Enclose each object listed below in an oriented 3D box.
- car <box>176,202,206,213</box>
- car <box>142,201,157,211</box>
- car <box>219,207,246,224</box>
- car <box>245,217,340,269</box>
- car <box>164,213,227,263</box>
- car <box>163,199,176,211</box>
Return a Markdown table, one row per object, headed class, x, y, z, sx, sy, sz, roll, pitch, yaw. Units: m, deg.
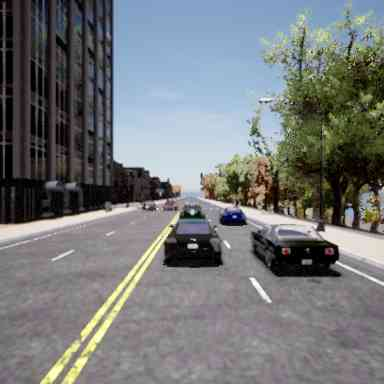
| class | x | y | z | sx | sy | sz | roll | pitch | yaw |
| --- | --- | --- | --- | --- | --- | --- | --- | --- | --- |
| car | 0.051 | 1.669 | 27.197 | 2.097 | 1.767 | 4.553 | 0 | -1 | 0 |
| car | -6.534 | 2.088 | 51.085 | 2.128 | 1.511 | 4.902 | 0 | -1 | 0 |
| car | 3.304 | 1.886 | 27.563 | 1.994 | 1.385 | 4.181 | 0 | -1 | 1 |
| car | 3.292 | 1.738 | 11.684 | 1.895 | 1.301 | 4.718 | 0 | -1 | 0 |
| car | 0.052 | 1.713 | 12.617 | 1.994 | 1.385 | 4.181 | 0 | -1 | 1 |
| car | -3.284 | 1.948 | 51.136 | 2.097 | 1.767 | 4.553 | 0 | -1 | 0 |
